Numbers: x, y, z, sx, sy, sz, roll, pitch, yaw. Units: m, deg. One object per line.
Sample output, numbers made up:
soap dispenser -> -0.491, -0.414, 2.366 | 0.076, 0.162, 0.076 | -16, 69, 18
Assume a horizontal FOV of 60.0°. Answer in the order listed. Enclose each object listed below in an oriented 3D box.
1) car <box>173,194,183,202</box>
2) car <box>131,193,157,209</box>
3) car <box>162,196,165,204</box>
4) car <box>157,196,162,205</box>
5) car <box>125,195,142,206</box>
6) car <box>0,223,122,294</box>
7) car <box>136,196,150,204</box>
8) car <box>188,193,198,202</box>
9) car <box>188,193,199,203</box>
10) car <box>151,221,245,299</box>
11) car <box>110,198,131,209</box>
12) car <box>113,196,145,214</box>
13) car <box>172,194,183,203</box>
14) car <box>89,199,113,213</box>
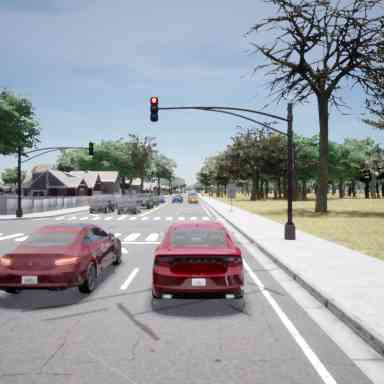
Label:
car -> -3.068, 1.319, 76.287 | 2.097, 1.767, 4.553 | 0, 0, 0
car -> -6.488, 1.211, 44.700 | 2.150, 2.045, 5.566 | 0, 0, 1
car -> -6.384, 1.451, 65.159 | 1.882, 1.535, 5.008 | 0, 0, 1
car -> -6.460, 1.488, 54.729 | 1.837, 1.490, 4.892 | 0, 0, 0
car -> -9.708, 1.334, 55.379 | 2.097, 1.767, 4.553 | 0, 0, 0
car -> -3.130, 1.525, 8.697 | 1.812, 1.442, 4.674 | 0, 0, 0
car -> -9.621, 1.520, 65.998 | 2.033, 1.411, 5.357 | 0, 0, 0
car -> 0.182, 1.189, 76.315 | 2.150, 2.045, 5.566 | 0, 0, 0
car -> 0.255, 1.450, 65.914 | 1.882, 1.535, 5.008 | 0, 0, 0
car -> 0.117, 1.477, 8.486 | 1.882, 1.535, 5.008 | 0, 0, 0
car -> -9.737, 1.515, 45.494 | 1.812, 1.442, 4.674 | 0, 0, 1
car -> -6.514, 1.499, 34.847 | 1.837, 1.490, 4.892 | 0, 0, 0
car -> -2.990, 1.498, 66.321 | 1.812, 1.442, 4.674 | 0, 0, 0
car -> -9.759, 1.498, 36.354 | 1.837, 1.490, 4.892 | 0, 0, 0
